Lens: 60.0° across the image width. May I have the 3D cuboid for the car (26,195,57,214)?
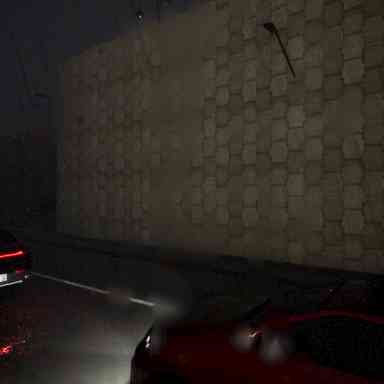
[{"bbox_3d":[-12.910,1.061,31.021,2.128,1.511,4.902,0,5,35],"label":"car"}]

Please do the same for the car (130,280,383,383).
[{"bbox_3d":[1.412,1.564,2.984,4.181,1.385,1.994,0,0,36],"label":"car"}]

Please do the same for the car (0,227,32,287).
[{"bbox_3d":[-5.839,1.505,8.156,4.892,1.490,1.837,0,0,36],"label":"car"}]
